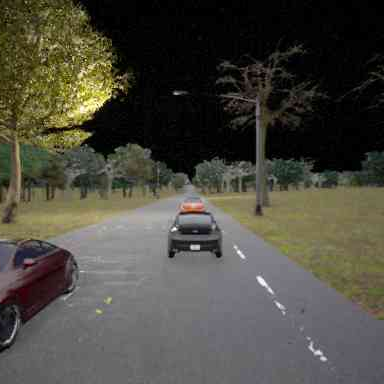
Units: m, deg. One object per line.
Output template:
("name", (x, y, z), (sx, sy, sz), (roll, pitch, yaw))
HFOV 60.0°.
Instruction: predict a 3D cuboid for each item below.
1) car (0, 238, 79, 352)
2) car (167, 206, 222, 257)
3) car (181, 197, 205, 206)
("car", (-3.599, 1.561, 5.995), (1.994, 1.385, 4.181), (0, 0, 0))
("car", (0.101, 1.491, 12.913), (1.837, 1.490, 4.892), (0, 0, 0))
("car", (0.102, 1.256, 30.172), (2.097, 1.767, 4.553), (0, 0, 0))
